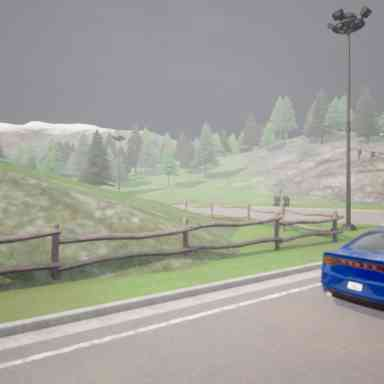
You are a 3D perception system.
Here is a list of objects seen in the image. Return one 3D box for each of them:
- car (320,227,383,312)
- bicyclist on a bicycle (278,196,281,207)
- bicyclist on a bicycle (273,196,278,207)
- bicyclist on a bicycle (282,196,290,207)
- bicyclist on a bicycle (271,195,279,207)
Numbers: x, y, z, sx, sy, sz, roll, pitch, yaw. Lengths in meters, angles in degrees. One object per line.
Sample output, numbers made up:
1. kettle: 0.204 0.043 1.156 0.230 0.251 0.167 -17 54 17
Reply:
1. car: 4.873 1.481 7.149 5.008 1.535 1.882 0 0 -34
2. bicyclist on a bicycle: 13.073 1.319 46.982 0.582 1.620 1.656 0 0 35
3. bicyclist on a bicycle: 12.340 1.319 47.489 0.582 1.620 1.656 0 0 35
4. bicyclist on a bicycle: 13.438 1.319 46.727 0.582 1.620 1.656 0 0 35
5. bicyclist on a bicycle: 11.973 1.319 47.741 0.582 1.620 1.656 0 0 34
